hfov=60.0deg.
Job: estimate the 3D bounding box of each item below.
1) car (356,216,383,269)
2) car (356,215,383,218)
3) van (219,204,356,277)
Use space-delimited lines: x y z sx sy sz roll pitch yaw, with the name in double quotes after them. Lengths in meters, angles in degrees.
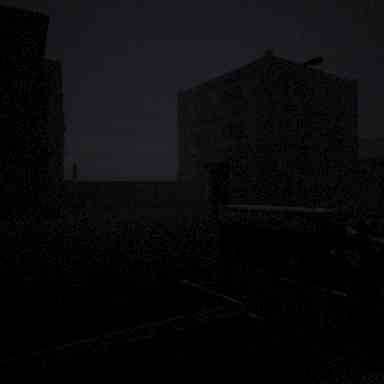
4.988 1.752 12.571 2.097 1.535 5.008 2 -1 -35 "car"
7.283 1.744 14.163 2.185 1.767 4.553 3 -2 -35 "car"
2.673 1.428 11.056 1.878 1.987 4.442 2 -1 -35 "van"
